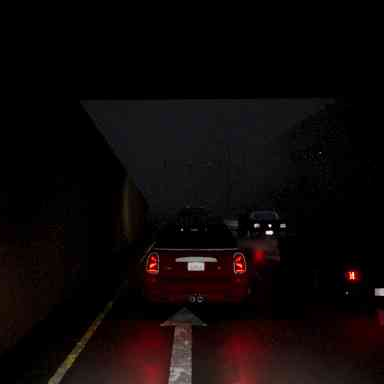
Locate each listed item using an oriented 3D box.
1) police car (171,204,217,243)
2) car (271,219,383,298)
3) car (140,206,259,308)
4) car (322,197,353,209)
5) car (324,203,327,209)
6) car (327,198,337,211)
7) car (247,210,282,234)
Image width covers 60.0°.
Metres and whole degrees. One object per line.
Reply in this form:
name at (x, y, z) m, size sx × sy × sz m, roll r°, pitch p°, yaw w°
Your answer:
police car at (0.096, 1.504, 17.210) m, size 2.038 × 1.542 × 4.974 m, roll 0°, pitch 0°, yaw 0°
car at (3.607, 1.601, 8.499) m, size 1.895 × 1.301 × 4.718 m, roll 0°, pitch 0°, yaw 0°
car at (0.083, 1.352, 8.085) m, size 2.097 × 1.767 × 4.553 m, roll 0°, pitch 0°, yaw 0°
car at (17.574, 1.295, 40.008) m, size 1.853 × 1.218 × 4.536 m, roll 0°, pitch 0°, yaw 45°
car at (17.537, 1.453, 39.971) m, size 2.038 × 1.542 × 4.974 m, roll 0°, pitch 0°, yaw 45°
car at (17.433, 1.453, 35.364) m, size 2.038 × 1.542 × 4.974 m, roll 0°, pitch 0°, yaw -35°
car at (3.600, 1.601, 17.656) m, size 1.895 × 1.301 × 4.718 m, roll 0°, pitch 0°, yaw 0°
